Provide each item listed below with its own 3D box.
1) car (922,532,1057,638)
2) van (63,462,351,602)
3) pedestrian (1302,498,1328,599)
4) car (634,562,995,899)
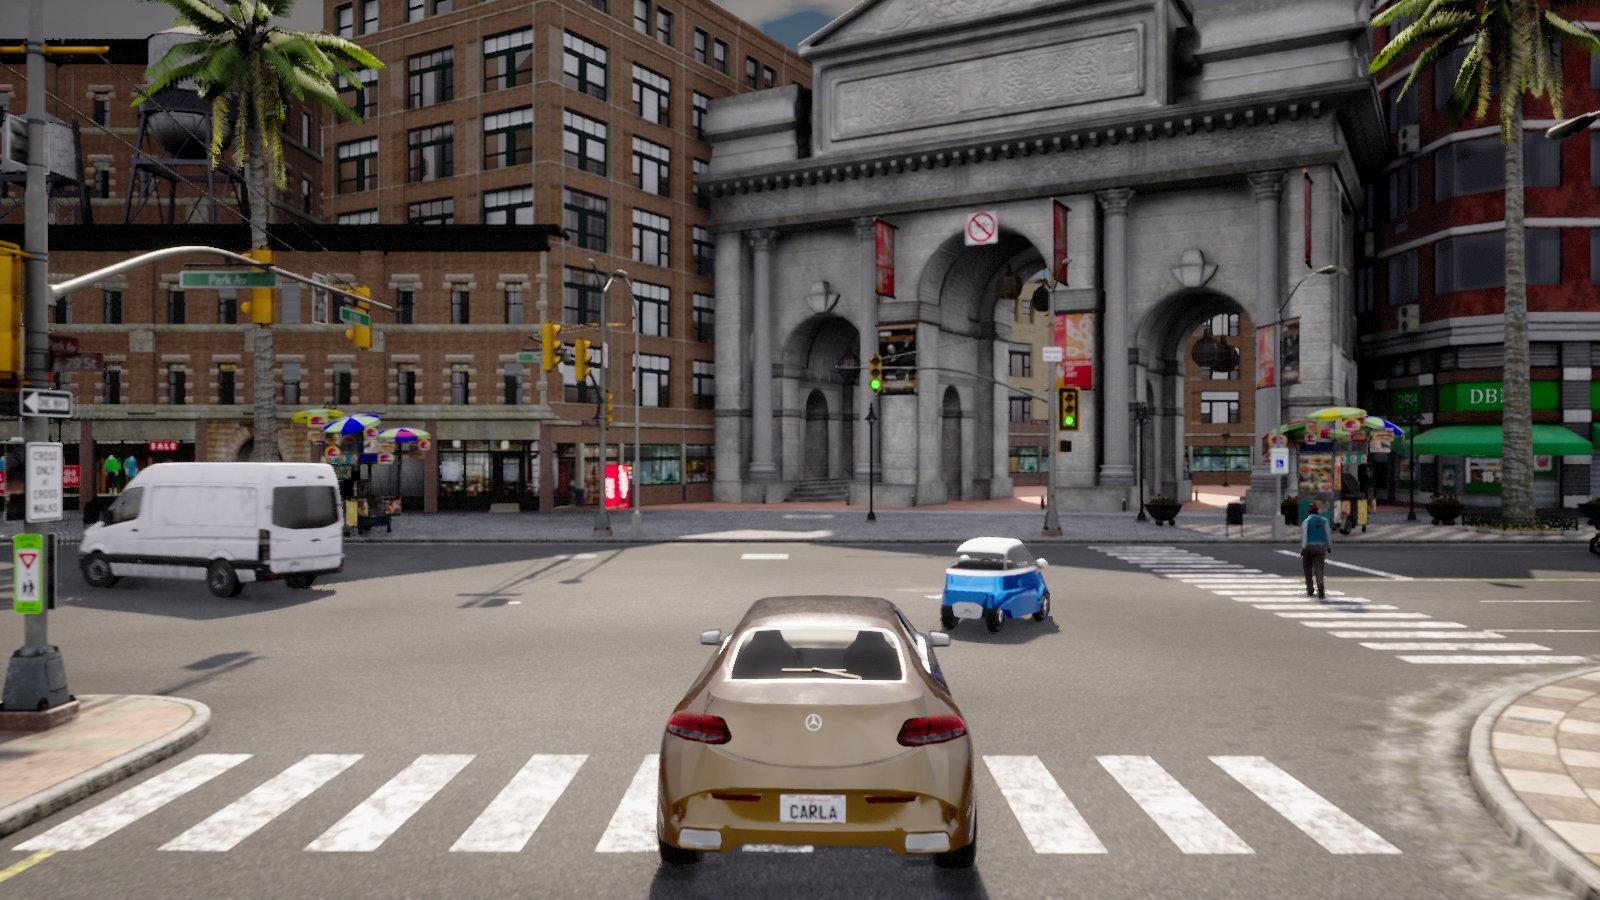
[{"bbox_3d":[3.090,2.119,18.427,1.481,1.376,2.207,0,0,29],"label":"car"},{"bbox_3d":[-12.086,1.533,23.201,5.915,2.561,1.988,0,-1,26],"label":"van"},{"bbox_3d":[9.671,1.848,21.464,0.375,1.860,0.375,0,0,10],"label":"pedestrian"},{"bbox_3d":[0.190,1.992,9.309,2.152,1.651,5.027,0,0,3],"label":"car"}]
